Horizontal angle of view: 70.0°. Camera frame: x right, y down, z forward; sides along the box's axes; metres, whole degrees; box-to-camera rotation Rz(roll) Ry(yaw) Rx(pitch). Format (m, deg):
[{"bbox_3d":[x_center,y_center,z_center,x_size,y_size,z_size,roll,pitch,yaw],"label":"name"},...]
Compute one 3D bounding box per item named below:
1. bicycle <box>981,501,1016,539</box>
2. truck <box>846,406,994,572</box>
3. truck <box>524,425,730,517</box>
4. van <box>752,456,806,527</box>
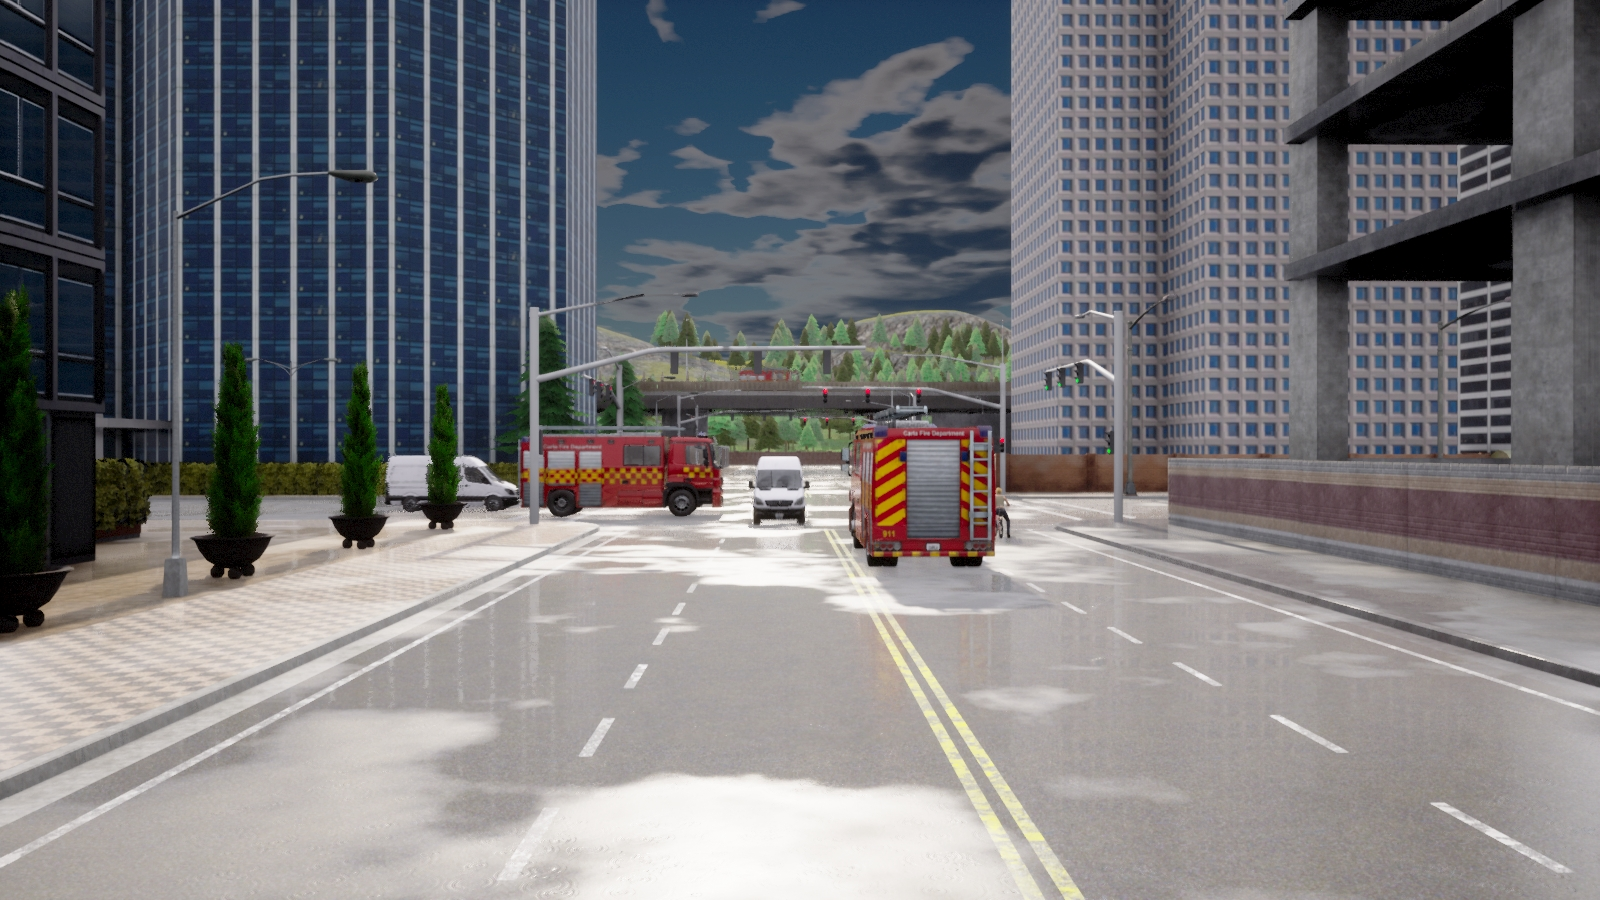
[{"bbox_3d":[6.346,2.233,36.588,0.859,1.126,1.487,0,0,-1],"label":"bicycle"},{"bbox_3d":[2.932,0.892,30.480,2.891,3.827,8.468,0,0,-1],"label":"truck"},{"bbox_3d":[-7.316,0.889,49.283,8.468,3.827,2.891,0,0,-2],"label":"truck"},{"bbox_3d":[-0.817,1.535,44.744,1.988,2.561,5.915,0,0,-1],"label":"van"}]
